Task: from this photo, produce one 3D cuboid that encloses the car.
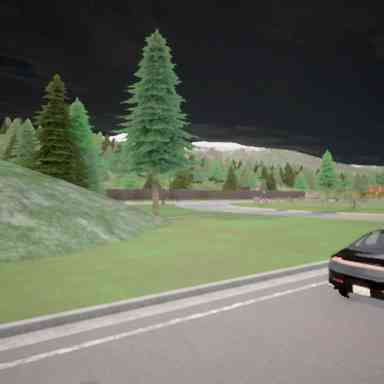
[{"bbox_3d":[4.958,1.528,7.260,4.902,1.511,2.128,0,0,-35],"label":"car"}]
